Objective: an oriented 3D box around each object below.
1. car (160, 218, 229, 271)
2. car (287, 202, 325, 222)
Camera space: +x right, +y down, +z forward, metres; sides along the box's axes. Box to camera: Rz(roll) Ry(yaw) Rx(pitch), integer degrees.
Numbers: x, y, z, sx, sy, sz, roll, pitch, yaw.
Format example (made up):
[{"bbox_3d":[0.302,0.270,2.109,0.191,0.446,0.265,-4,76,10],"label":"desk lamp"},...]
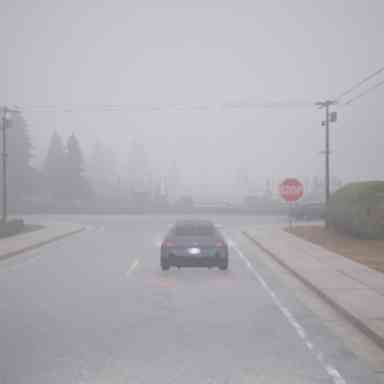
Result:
[{"bbox_3d":[0.071,1.551,10.902,1.994,1.385,4.181,0,0,0],"label":"car"},{"bbox_3d":[9.437,1.464,24.656,4.674,1.442,1.812,0,0,-3],"label":"car"}]
